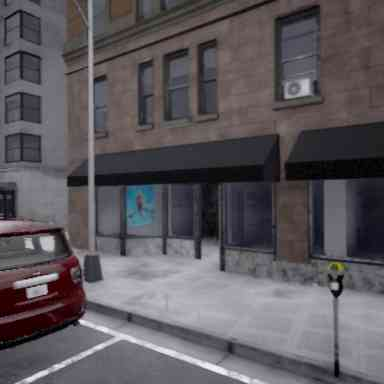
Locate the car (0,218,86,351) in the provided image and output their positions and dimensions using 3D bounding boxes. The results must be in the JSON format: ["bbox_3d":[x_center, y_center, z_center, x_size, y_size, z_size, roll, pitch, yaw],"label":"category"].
[{"bbox_3d":[-3.922,1.372,5.644,5.009,1.841,2.192,-1,0,35],"label":"car"}]
